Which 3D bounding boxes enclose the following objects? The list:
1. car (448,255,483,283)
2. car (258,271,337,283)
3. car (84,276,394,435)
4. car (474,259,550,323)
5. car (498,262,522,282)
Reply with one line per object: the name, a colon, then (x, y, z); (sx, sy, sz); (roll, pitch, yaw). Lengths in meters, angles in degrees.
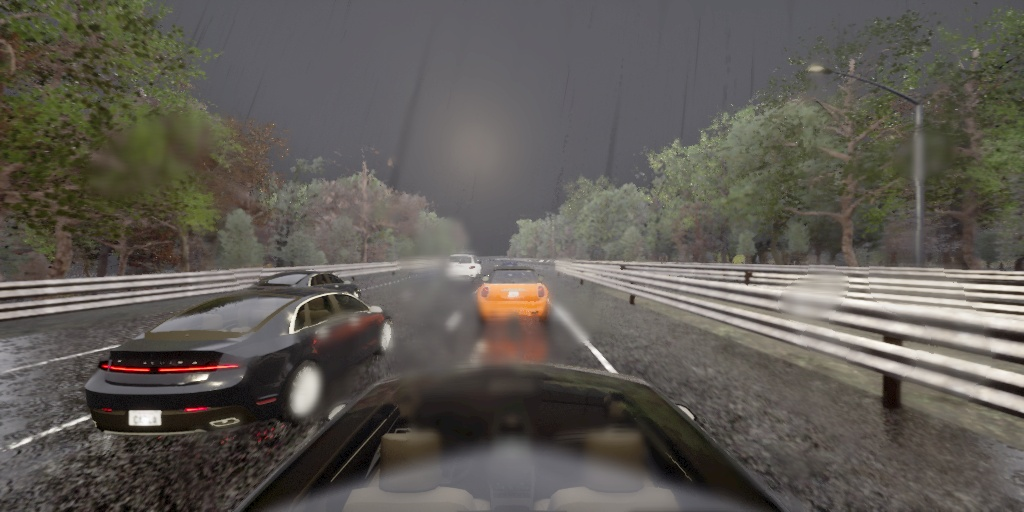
car: (-3.640, 0.978, 28.088); (2.150, 2.045, 5.566); (0, 0, -1)
car: (-6.947, 1.256, 12.359); (1.837, 1.490, 4.892); (0, 0, 0)
car: (-3.414, 1.255, 5.752); (1.837, 1.490, 4.892); (0, 0, 0)
car: (0.052, 1.101, 12.190); (2.097, 1.767, 4.553); (0, 0, 0)
car: (-0.175, 1.283, 29.929); (1.812, 1.442, 4.674); (0, 0, -1)
